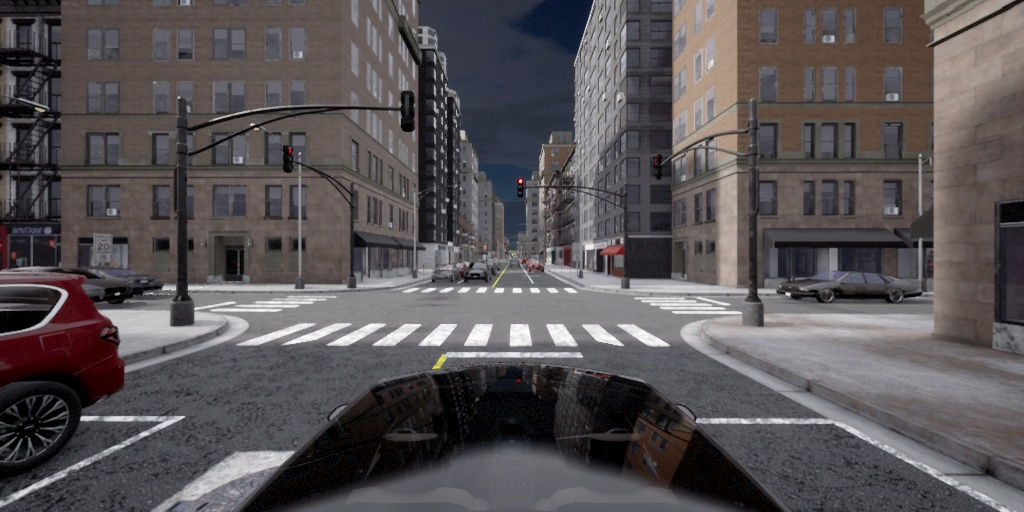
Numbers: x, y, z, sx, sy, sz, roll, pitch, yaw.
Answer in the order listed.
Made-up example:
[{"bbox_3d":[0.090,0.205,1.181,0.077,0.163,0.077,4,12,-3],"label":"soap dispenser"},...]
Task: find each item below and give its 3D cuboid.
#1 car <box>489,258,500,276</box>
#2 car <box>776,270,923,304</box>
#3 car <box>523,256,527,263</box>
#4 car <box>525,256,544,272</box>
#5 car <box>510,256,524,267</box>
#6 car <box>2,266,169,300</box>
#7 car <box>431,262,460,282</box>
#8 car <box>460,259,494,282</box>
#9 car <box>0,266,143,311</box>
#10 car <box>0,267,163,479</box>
[{"bbox_3d":[-2.598,1.238,37.800,1.837,1.490,4.892,0,0,0],"label":"car"},{"bbox_3d":[15.311,1.366,16.409,5.357,1.411,2.033,0,0,0],"label":"car"},{"bbox_3d":[3.390,1.069,58.376,2.097,1.767,4.553,0,0,0],"label":"car"},{"bbox_3d":[2.942,1.168,44.724,1.967,1.591,4.097,0,0,0],"label":"car"},{"bbox_3d":[0.530,1.204,62.517,2.128,1.511,4.902,0,0,1],"label":"car"},{"bbox_3d":[-19.514,1.213,16.609,5.357,1.411,2.033,0,0,0],"label":"car"},{"bbox_3d":[-5.200,1.289,28.427,2.007,1.370,4.403,0,0,0],"label":"car"},{"bbox_3d":[-2.662,1.243,28.455,1.837,1.490,4.892,0,0,0],"label":"car"},{"bbox_3d":[-17.433,1.181,13.647,4.892,1.490,1.837,0,0,0],"label":"car"},{"bbox_3d":[-5.389,1.065,1.964,2.192,1.841,5.009,0,0,0],"label":"car"}]
